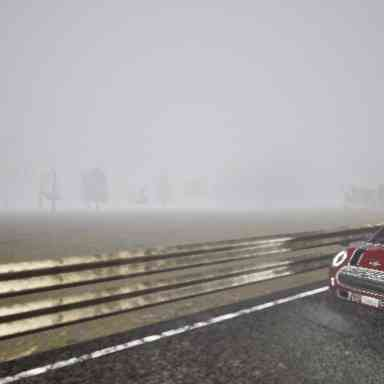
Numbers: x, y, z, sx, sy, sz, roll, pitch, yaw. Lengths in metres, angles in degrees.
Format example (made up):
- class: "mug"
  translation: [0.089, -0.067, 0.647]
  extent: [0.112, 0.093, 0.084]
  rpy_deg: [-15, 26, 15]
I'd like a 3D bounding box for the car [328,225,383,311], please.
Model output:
- class: "car"
  translation: [5.015, 1.368, 7.263]
  extent: [4.553, 1.767, 2.097]
  rpy_deg: [0, 0, -35]
